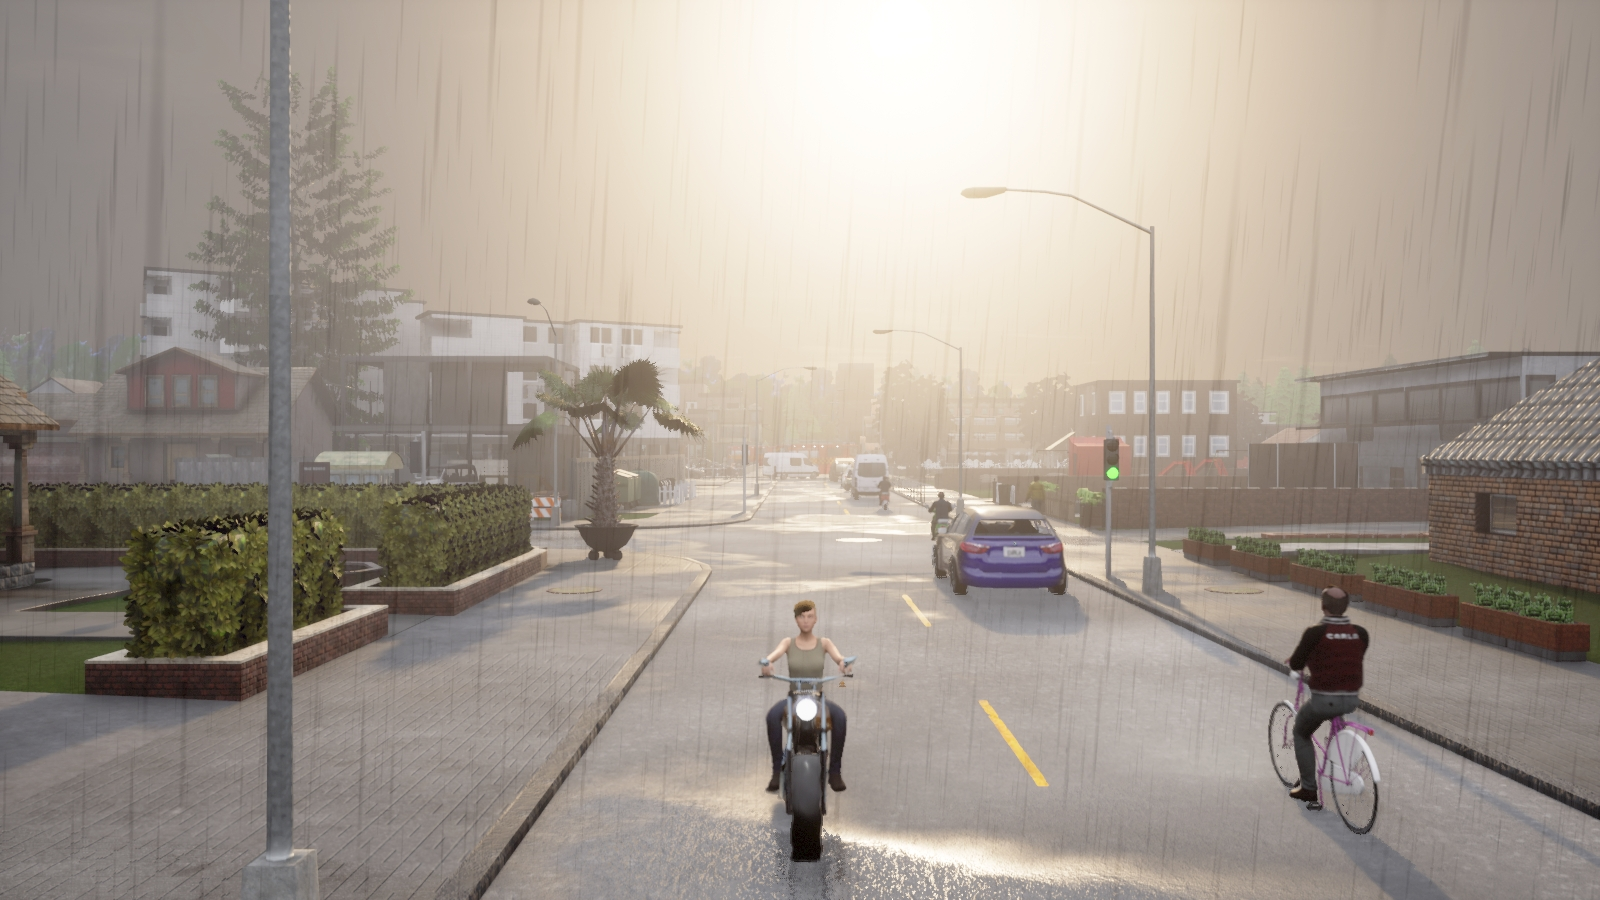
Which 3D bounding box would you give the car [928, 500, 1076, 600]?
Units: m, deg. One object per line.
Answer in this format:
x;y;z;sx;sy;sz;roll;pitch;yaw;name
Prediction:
4.028;1.967;23.589;2.242;1.667;4.611;0;0;0;car

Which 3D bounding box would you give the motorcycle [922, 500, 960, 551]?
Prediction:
4.027;2.142;32.725;0.856;1.316;1.805;0;0;0;motorcycle

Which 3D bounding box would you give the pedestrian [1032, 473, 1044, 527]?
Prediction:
8.346;1.744;40.072;0.375;1.860;0.375;0;0;1;pedestrian

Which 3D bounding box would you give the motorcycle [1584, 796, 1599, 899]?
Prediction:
3.996;2.185;4.228;0.803;1.199;2.033;0;0;1;motorcycle

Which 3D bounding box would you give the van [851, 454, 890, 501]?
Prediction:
4.017;1.534;66.166;1.988;2.561;5.915;0;0;1;van

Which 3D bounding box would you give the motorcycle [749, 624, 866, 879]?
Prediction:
0.055;2.155;8.661;0.764;1.307;2.356;0;0;0;motorcycle

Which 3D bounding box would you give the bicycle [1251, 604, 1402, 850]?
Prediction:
4.045;2.060;8.910;0.329;1.471;1.835;0;0;0;bicycle
